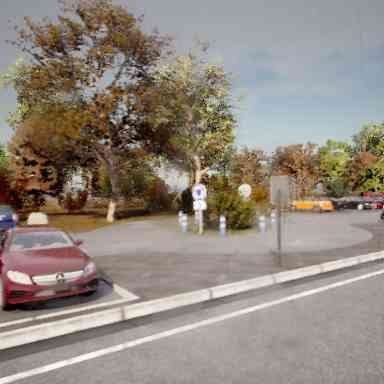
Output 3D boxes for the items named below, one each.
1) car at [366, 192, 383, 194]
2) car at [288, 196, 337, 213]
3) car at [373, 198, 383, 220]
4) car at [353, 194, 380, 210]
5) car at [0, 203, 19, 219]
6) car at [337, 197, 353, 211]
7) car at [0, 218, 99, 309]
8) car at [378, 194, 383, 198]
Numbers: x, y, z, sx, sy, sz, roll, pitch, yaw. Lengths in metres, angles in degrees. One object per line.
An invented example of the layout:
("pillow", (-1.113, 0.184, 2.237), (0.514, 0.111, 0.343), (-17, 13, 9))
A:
("car", (26.221, 1.074, 45.055), (2.435, 2.045, 5.566), (0, 0, -35))
("car", (12.469, 1.222, 35.376), (2.185, 1.767, 4.553), (0, 0, -35))
("car", (15.081, 1.385, 21.905), (2.163, 1.488, 4.792), (0, 0, -35))
("car", (19.375, 1.337, 40.281), (2.231, 1.521, 4.892), (0, 0, -35))
("car", (-11.257, 1.412, 18.980), (2.185, 1.767, 4.553), (0, 0, -35))
("car", (14.661, 1.343, 36.951), (2.097, 1.535, 5.008), (0, 0, -35))
("car", (-3.847, 1.578, 8.257), (2.002, 1.452, 4.674), (0, -1, -35))
("car", (21.603, 1.362, 41.804), (2.163, 1.488, 4.792), (0, 0, -35))
